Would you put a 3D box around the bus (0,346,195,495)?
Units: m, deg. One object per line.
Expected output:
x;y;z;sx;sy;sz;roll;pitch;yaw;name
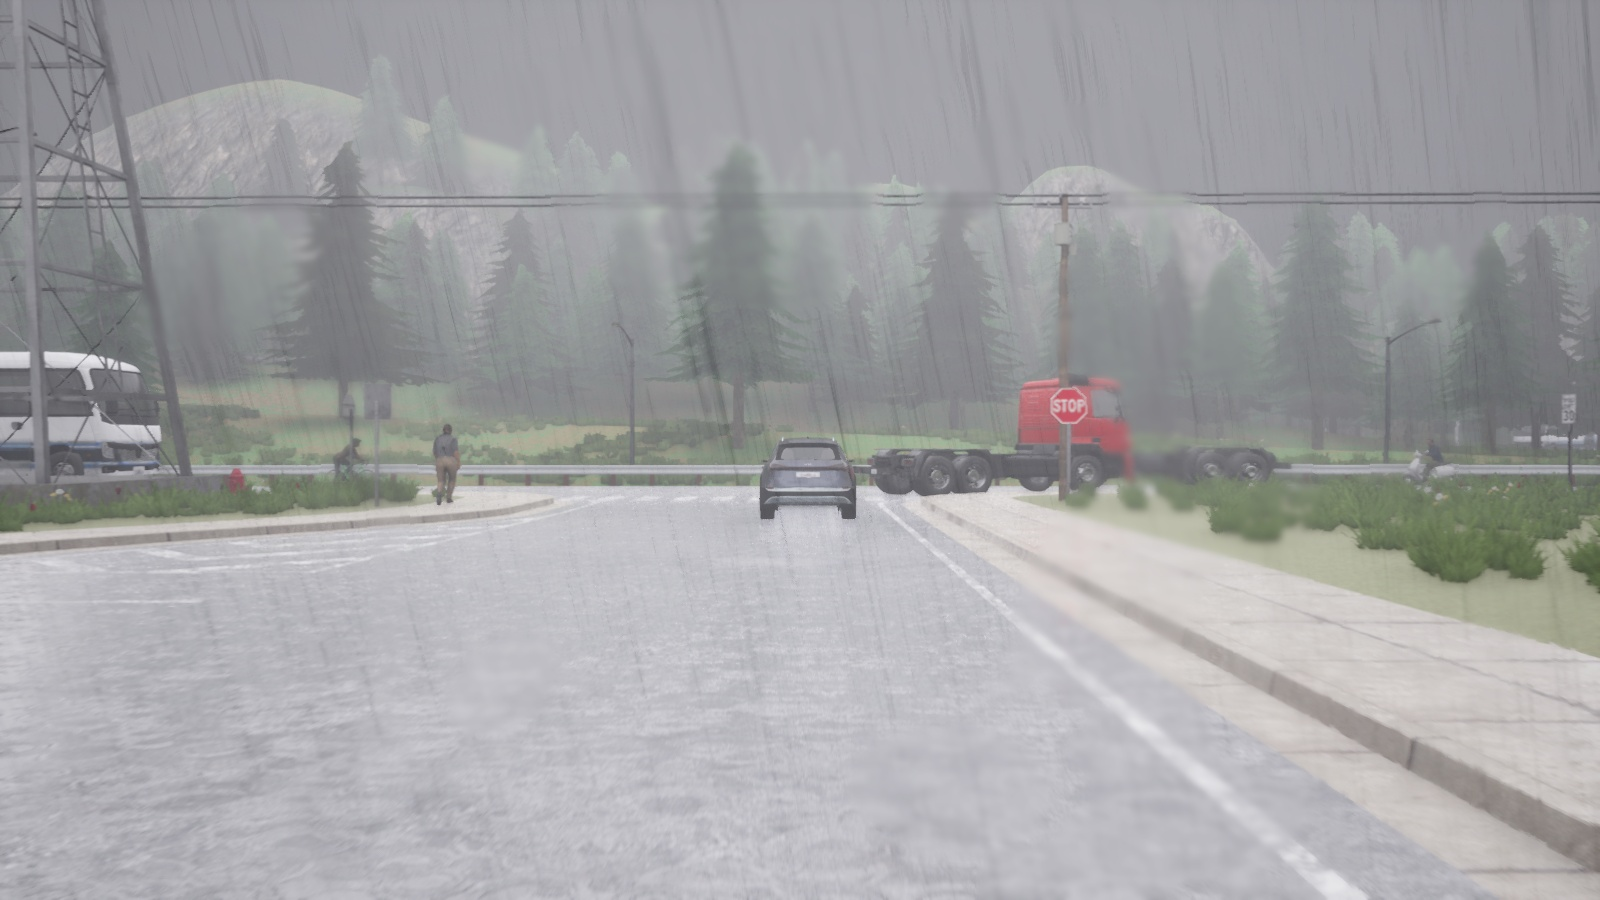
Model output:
-24.345;-0.863;37.891;10.273;4.253;3.944;0;0;1;bus

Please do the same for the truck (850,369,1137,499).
5.640;-0.436;36.316;7.936;3.462;2.891;0;0;-25;truck

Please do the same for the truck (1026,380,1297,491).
11.513;-0.454;40.558;7.936;3.462;2.891;0;0;1;truck

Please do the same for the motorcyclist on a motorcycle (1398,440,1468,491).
20.326;0.489;40.356;1.817;1.590;0.866;0;0;1;motorcyclist on a motorcycle

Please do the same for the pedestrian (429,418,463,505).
-7.672;0.242;27.217;0.540;1.848;0.694;0;0;0;pedestrian

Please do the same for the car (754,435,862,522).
0.165;0.529;26.191;2.033;1.649;4.856;0;0;0;car

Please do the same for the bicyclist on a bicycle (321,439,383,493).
-13.420;0.476;37.643;1.656;1.620;0.582;0;0;1;bicyclist on a bicycle
